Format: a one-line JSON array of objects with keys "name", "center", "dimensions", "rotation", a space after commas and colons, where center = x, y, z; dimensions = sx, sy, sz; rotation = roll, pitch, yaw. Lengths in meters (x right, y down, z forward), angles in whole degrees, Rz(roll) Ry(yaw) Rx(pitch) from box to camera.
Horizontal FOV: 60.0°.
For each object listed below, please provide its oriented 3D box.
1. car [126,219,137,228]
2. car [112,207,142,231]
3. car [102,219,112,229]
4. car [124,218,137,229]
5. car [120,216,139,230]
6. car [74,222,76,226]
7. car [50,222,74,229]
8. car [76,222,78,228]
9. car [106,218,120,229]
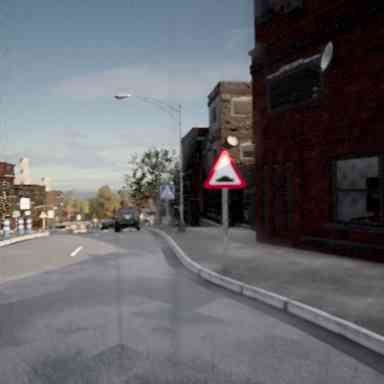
[{"name": "car", "center": [-11.196, 5.812, 61.259], "dimensions": [1.882, 1.535, 5.008], "rotation": [-1, -5, -10]}, {"name": "car", "center": [-5.805, 2.477, 30.285], "dimensions": [2.150, 2.045, 5.566], "rotation": [-1, -5, -10]}, {"name": "car", "center": [-12.584, 4.881, 50.487], "dimensions": [1.837, 1.490, 4.892], "rotation": [-1, -6, -10]}, {"name": "car", "center": [-9.488, 4.878, 51.365], "dimensions": [1.812, 1.442, 4.674], "rotation": [-1, -5, -10]}, {"name": "car", "center": [-7.716, 3.838, 41.253], "dimensions": [2.128, 1.511, 4.902], "rotation": [-1, -5, -9]}, {"name": "car", "center": [-32.718, 8.537, 84.181], "dimensions": [4.553, 1.767, 2.185], "rotation": [0, -6, -30]}, {"name": "car", "center": [-32.139, 8.370, 81.196], "dimensions": [4.892, 1.521, 2.231], "rotation": [0, -6, -30]}, {"name": "car", "center": [-33.235, 8.983, 87.151], "dimensions": [4.792, 1.488, 2.163], "rotation": [0, -6, -30]}, {"name": "car", "center": [-14.396, 5.742, 60.682], "dimensions": [2.097, 1.767, 4.553], "rotation": [-1, -5, -10]}]
